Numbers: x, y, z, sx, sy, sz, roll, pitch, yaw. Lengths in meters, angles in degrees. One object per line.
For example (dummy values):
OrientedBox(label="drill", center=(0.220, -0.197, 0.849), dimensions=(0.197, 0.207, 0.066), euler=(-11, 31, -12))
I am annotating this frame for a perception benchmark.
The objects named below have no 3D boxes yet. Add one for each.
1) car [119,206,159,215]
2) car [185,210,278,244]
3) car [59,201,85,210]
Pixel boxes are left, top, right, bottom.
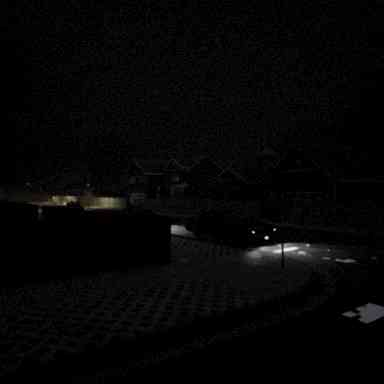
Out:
OrientedBox(label="car", center=(-4.048, 1.740, 24.967), dimensions=(1.994, 1.385, 4.181), euler=(-1, 1, -35))
OrientedBox(label="car", center=(1.746, 1.663, 16.900), dimensions=(2.033, 1.411, 5.357), euler=(-1, 0, -36))
OrientedBox(label="car", center=(-14.305, 1.810, 39.251), dimensions=(2.033, 1.411, 5.357), euler=(-1, 1, -35))
